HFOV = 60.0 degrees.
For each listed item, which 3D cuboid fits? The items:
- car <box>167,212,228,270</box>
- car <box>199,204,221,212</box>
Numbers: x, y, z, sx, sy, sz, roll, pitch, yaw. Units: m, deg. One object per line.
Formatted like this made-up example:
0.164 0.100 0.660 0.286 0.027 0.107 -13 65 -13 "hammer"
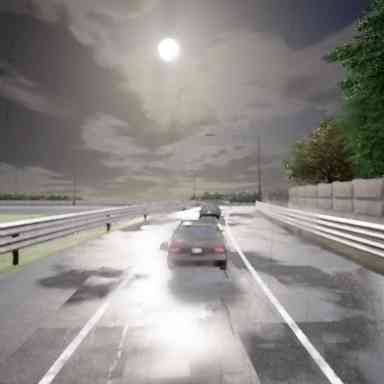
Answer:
0.213 1.648 11.442 2.033 1.411 5.357 0 -1 2 "car"
1.806 1.844 32.756 1.994 1.385 4.181 0 -1 7 "car"
